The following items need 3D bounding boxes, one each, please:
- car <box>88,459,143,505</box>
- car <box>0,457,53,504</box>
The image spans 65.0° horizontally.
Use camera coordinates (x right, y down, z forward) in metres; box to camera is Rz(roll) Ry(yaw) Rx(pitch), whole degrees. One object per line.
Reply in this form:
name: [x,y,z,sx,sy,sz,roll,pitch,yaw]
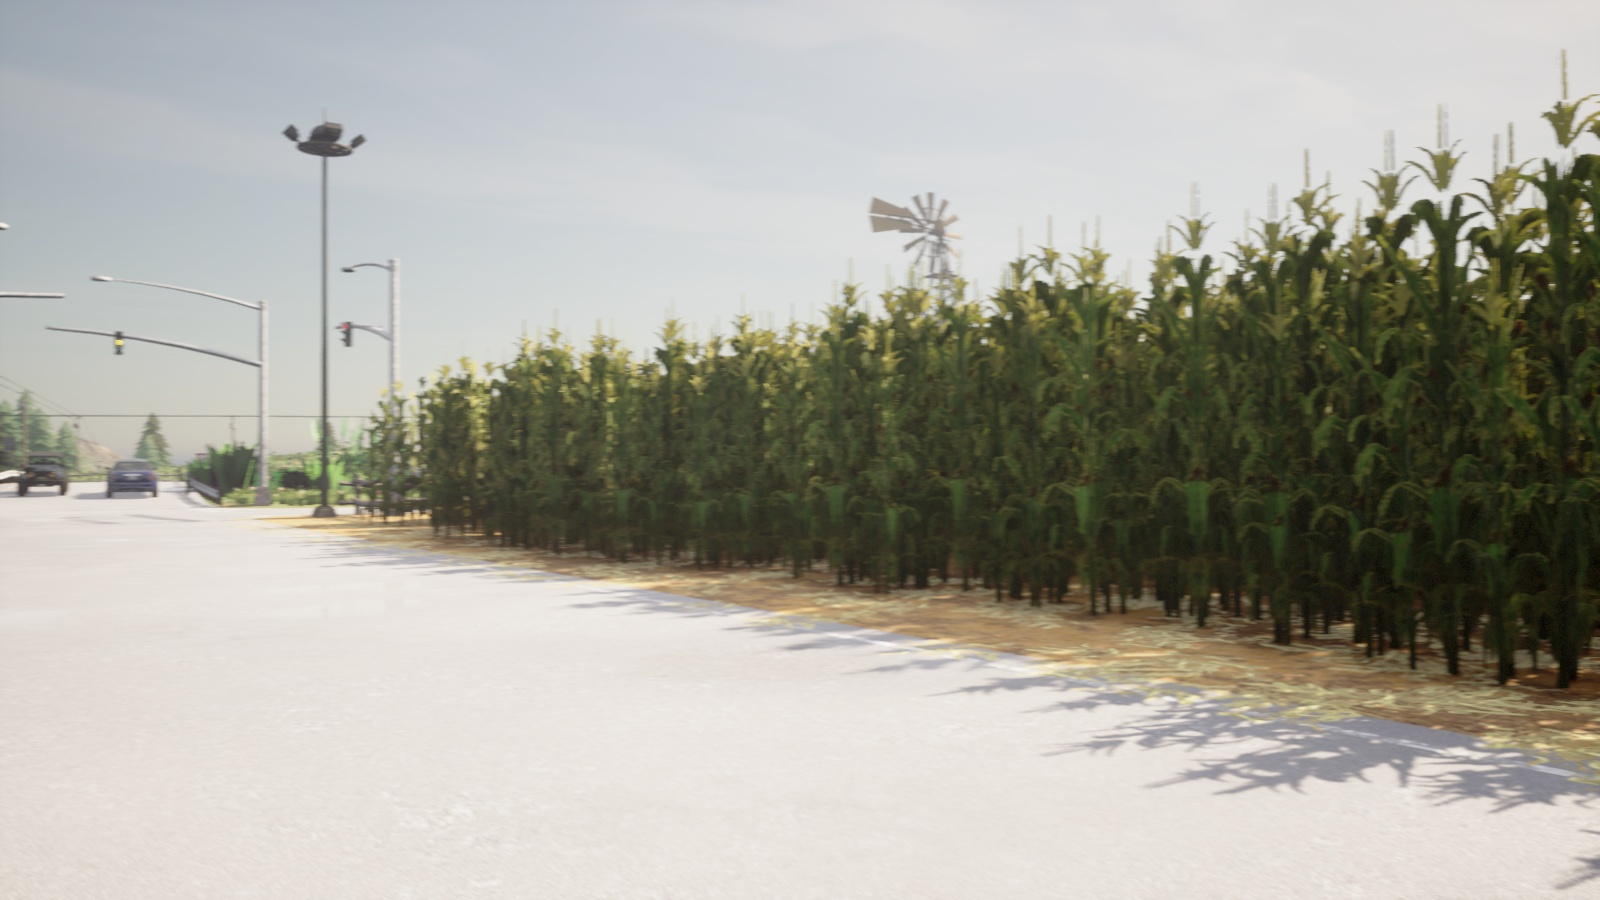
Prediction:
car: [-31.199,1.411,57.205,2.097,1.767,4.553,0,2,-29]
car: [-34.812,1.324,56.503,1.905,1.878,3.866,0,2,-29]
